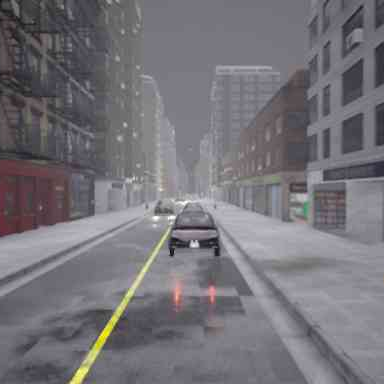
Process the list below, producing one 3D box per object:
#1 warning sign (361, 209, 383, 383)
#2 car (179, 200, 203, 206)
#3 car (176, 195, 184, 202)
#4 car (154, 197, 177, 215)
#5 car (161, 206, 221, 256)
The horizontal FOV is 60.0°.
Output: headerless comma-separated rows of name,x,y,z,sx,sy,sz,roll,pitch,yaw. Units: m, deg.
warning sign,2.520,1.124,3.128,1.300,1.860,1.060,0,0,0
car,0.076,1.641,29.207,1.994,1.385,4.181,0,0,0
car,-2.793,1.464,75.620,2.097,1.767,4.553,0,0,0
car,-2.867,1.570,35.059,1.882,1.535,5.008,0,0,0
car,0.084,1.525,13.266,2.128,1.511,4.902,0,0,0
